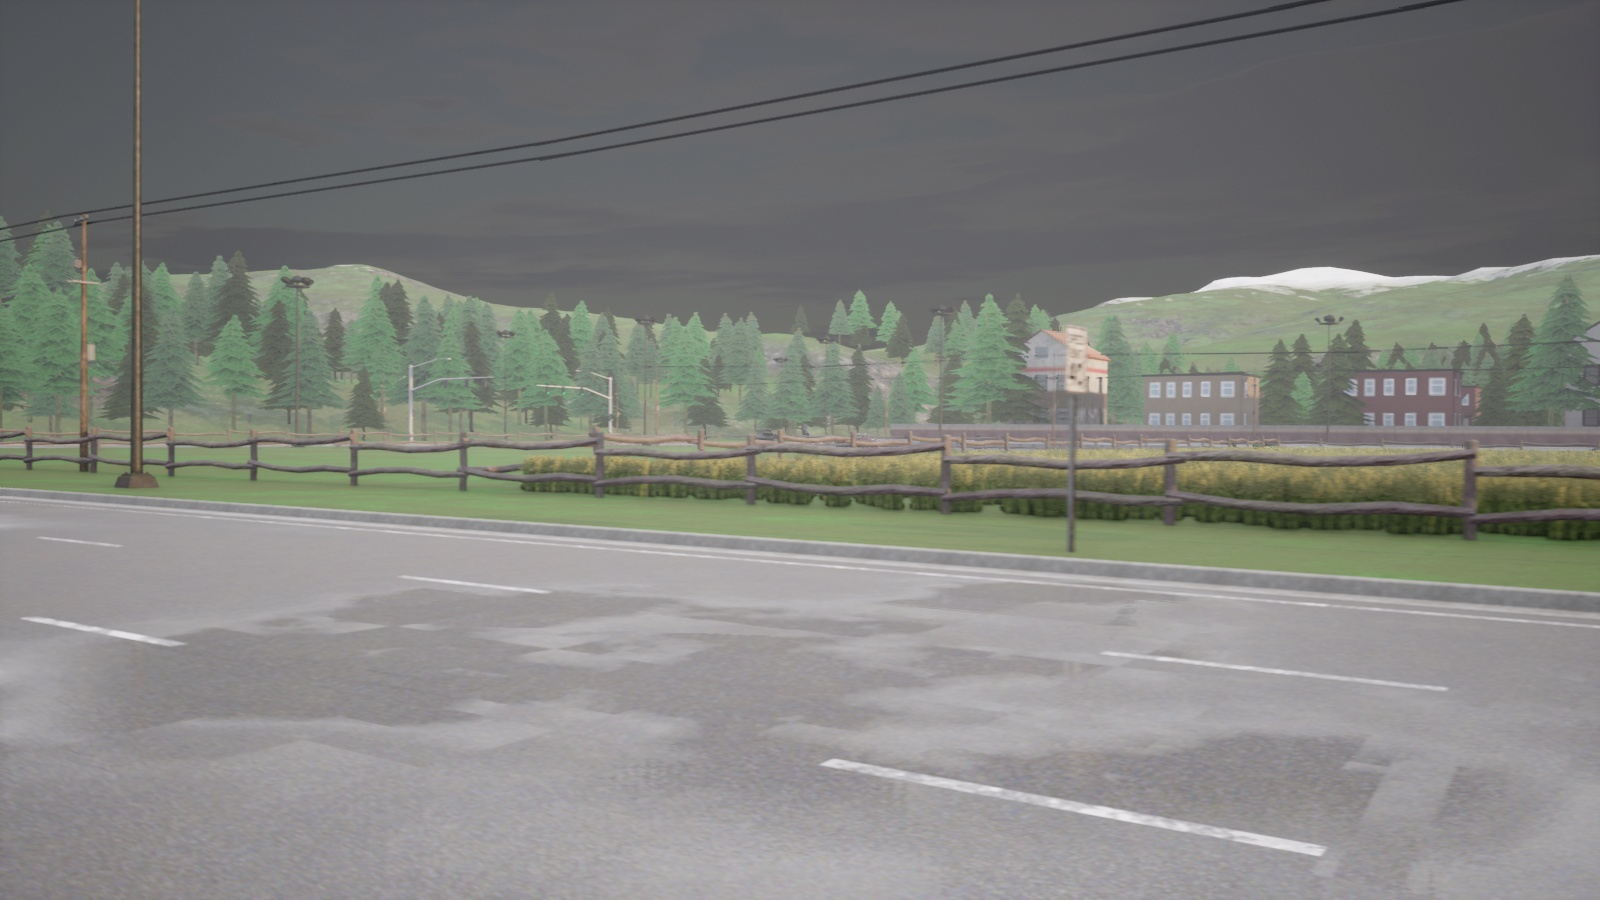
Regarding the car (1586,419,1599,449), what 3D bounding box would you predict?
[{"bbox_3d":[52.654,-1.047,80.389,3.866,1.878,1.905,0,1,34],"label":"car"}]
